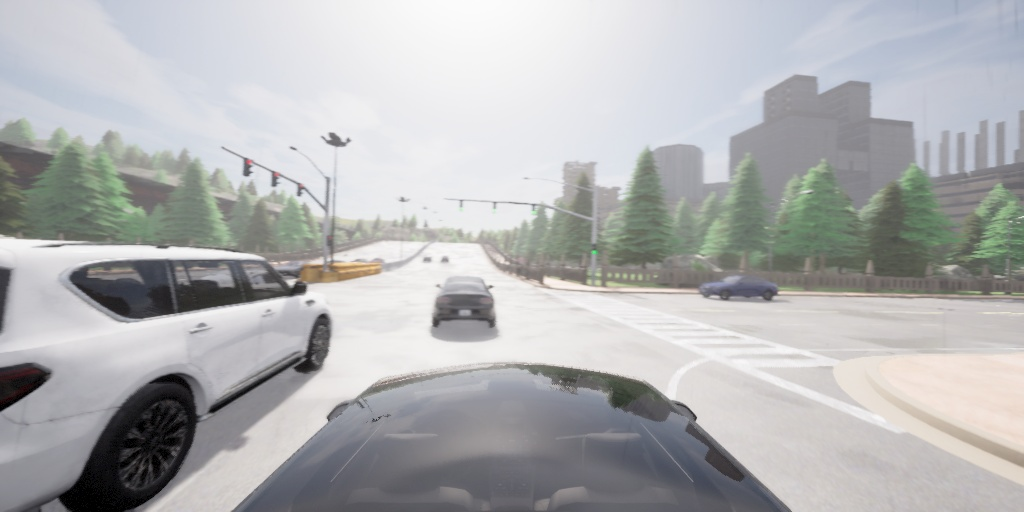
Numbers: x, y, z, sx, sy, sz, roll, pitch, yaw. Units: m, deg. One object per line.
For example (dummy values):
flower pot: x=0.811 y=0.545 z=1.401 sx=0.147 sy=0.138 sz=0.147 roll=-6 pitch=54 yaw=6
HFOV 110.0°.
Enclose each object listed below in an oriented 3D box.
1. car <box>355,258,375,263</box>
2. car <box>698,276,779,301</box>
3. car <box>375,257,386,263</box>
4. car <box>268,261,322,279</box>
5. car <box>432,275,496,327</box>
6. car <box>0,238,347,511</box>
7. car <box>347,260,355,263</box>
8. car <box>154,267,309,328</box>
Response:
car: x=-20.963 y=1.098 z=49.532 sx=2.097 sy=1.767 sz=4.553 roll=2 pitch=0 yaw=-8
car: x=13.975 y=1.935 z=22.152 sx=4.674 sy=1.442 sz=1.812 roll=2 pitch=-1 yaw=-8
car: x=-22.384 y=0.995 z=59.787 sx=1.882 sy=1.535 sz=5.008 roll=2 pitch=2 yaw=-8
car: x=-18.467 y=1.146 z=30.865 sx=2.033 sy=1.411 sz=5.357 roll=2 pitch=-1 yaw=-8
car: x=-1.555 y=1.360 z=11.786 sx=1.812 sy=1.442 sz=4.674 roll=2 pitch=-1 yaw=-8
car: x=-4.044 y=0.891 z=4.218 sx=2.150 sy=2.045 sz=5.566 roll=2 pitch=0 yaw=-8
car: x=-19.771 y=1.190 z=40.518 sx=1.837 sy=1.490 sz=4.892 roll=2 pitch=-1 yaw=-8
car: x=-8.591 y=1.158 z=11.646 sx=1.812 sy=1.442 sz=4.674 roll=2 pitch=-1 yaw=-8
